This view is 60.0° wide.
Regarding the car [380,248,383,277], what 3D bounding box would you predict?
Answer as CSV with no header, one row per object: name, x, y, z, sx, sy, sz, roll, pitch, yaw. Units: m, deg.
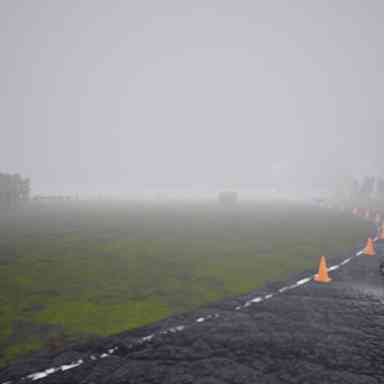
car,6.730,1.510,9.408,1.812,1.442,4.674,0,0,40

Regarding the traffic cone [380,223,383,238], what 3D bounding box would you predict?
traffic cone,9.256,1.911,15.999,0.340,0.580,0.340,0,0,33

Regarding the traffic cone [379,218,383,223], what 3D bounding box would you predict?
traffic cone,11.659,1.880,20.117,0.340,0.580,0.340,0,0,28

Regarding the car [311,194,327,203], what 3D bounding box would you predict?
car,22.417,1.162,58.664,1.882,1.535,5.008,0,0,9

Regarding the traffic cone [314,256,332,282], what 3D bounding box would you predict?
traffic cone,3.359,1.948,8.521,0.340,0.580,0.340,0,0,44

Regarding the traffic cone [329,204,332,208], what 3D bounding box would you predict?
traffic cone,17.994,1.739,43.301,0.340,0.580,0.340,0,0,9

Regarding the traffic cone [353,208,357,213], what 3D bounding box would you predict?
traffic cone,16.445,1.793,33.553,0.340,0.580,0.340,0,0,12

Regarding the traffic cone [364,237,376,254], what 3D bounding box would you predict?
traffic cone,6.482,1.937,12.123,0.340,0.580,0.340,0,0,38

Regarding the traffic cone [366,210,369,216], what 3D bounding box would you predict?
traffic cone,15.269,1.821,28.932,0.340,0.580,0.340,0,0,17

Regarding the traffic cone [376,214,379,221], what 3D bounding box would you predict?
traffic cone,13.669,1.850,24.441,0.340,0.580,0.340,0,0,22
